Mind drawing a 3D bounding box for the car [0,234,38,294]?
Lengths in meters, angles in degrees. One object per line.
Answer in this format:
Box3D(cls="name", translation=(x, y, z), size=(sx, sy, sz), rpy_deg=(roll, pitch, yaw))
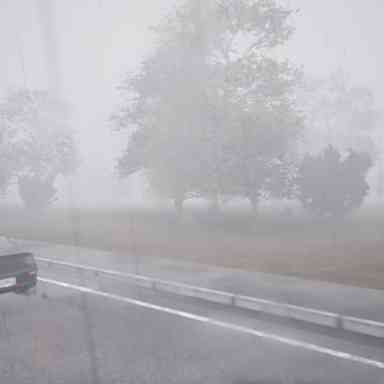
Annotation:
Box3D(cls="car", translation=(-5.358, 1.521, 7.472), size=(4.674, 1.442, 1.812), rpy_deg=(0, 0, 33))
